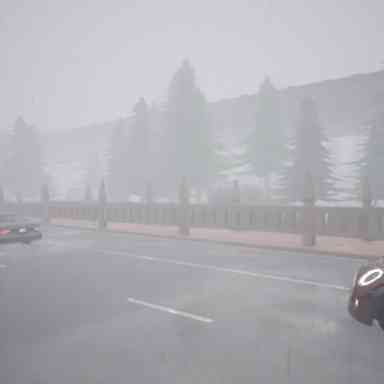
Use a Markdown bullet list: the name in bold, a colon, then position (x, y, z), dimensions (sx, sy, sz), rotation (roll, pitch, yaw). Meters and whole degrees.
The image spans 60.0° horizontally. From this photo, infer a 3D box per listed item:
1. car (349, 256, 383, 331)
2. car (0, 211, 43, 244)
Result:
- **car**: position (4.833, 1.352, 4.853), dimensions (4.553, 1.767, 2.097), rotation (0, 0, 35)
- **car**: position (-8.700, 1.560, 14.526), dimensions (5.357, 1.411, 2.033), rotation (0, 0, 36)
